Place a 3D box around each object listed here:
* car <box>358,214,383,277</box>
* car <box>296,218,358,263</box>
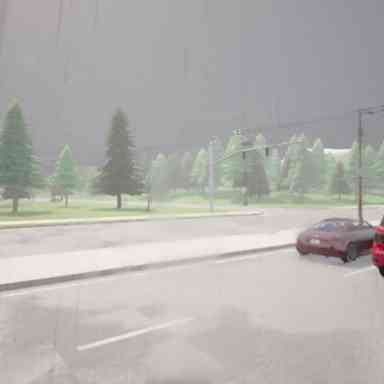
[{"bbox_3d":[7.087,1.290,9.057,5.566,2.045,2.150,0,0,-36],"label":"car"},{"bbox_3d":[5.794,1.655,12.451,4.181,1.385,1.994,0,0,-36],"label":"car"}]
